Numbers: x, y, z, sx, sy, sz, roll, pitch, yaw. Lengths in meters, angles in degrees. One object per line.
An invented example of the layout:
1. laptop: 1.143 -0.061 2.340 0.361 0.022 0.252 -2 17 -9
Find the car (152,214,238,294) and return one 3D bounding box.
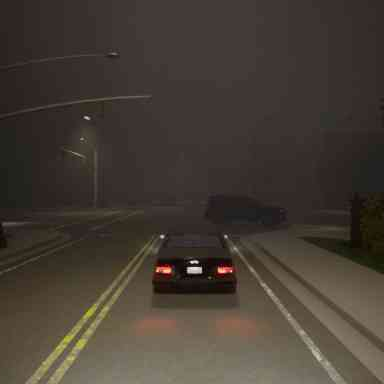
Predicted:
1. car: 0.055 1.550 8.908 2.033 1.411 5.357 0 0 0

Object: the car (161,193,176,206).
1. car: -3.709 1.239 53.942 2.150 2.045 5.566 0 0 0

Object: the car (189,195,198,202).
1. car: 0.570 1.550 78.921 1.812 1.442 4.674 0 0 12

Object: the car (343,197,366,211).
1. car: 20.136 1.319 38.827 4.553 1.767 2.097 0 0 -1

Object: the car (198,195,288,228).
1. car: 3.566 1.231 22.350 5.566 2.045 2.150 0 -1 22
